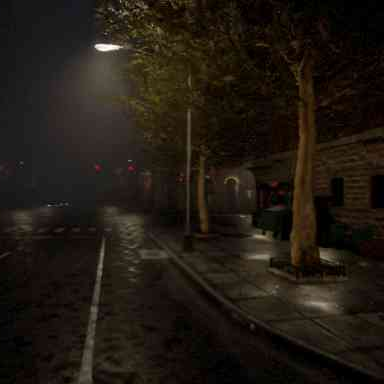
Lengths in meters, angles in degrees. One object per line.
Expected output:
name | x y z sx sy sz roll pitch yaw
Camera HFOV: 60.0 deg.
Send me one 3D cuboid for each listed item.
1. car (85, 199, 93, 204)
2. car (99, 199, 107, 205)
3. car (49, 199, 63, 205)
car | -27.435 2.491 88.595 2.128 1.511 4.902 1 -1 -13
car | -24.029 2.559 89.401 2.128 1.511 4.902 1 -1 -13
car | -31.966 2.259 77.337 1.882 1.535 5.008 1 -1 -13
